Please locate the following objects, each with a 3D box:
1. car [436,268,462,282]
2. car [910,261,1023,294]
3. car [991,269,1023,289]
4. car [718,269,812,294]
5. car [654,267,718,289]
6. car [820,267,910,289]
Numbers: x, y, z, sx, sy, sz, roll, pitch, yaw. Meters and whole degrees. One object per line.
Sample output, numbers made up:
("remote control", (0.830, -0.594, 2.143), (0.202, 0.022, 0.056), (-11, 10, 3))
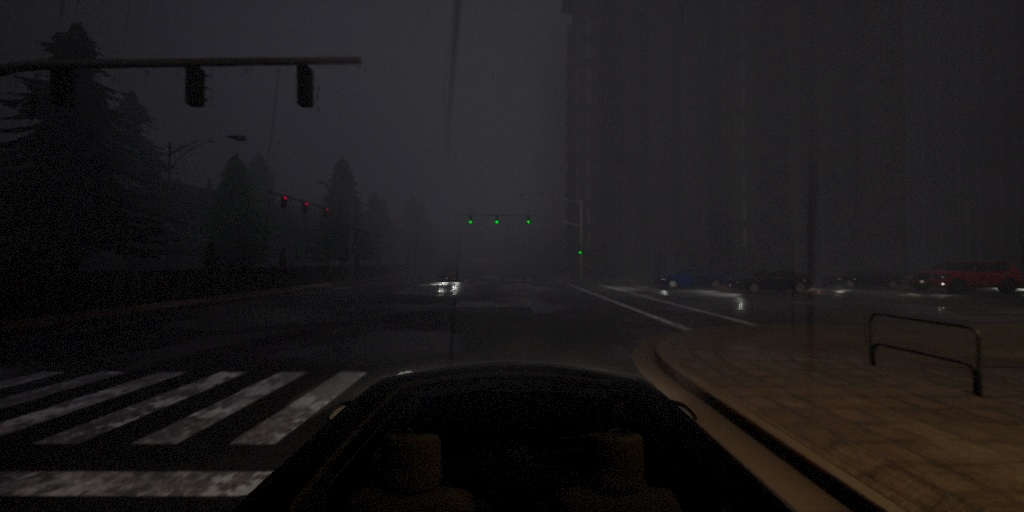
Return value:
("car", (-5.891, 1.801, 34.179), (1.994, 1.385, 4.181), (0, 0, -2))
("car", (29.068, 1.311, 23.072), (5.566, 2.045, 2.150), (0, -1, -1))
("car", (39.063, 1.698, 26.701), (4.181, 1.385, 1.994), (0, -1, -2))
("car", (16.337, 1.590, 22.930), (4.892, 1.490, 1.837), (0, -1, -1))
("car", (13.046, 1.608, 26.392), (5.008, 1.535, 1.882), (0, -1, -1))
("car", (25.742, 1.610, 26.530), (5.008, 1.535, 1.882), (0, -1, 0))
